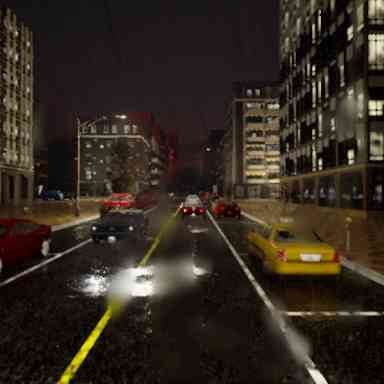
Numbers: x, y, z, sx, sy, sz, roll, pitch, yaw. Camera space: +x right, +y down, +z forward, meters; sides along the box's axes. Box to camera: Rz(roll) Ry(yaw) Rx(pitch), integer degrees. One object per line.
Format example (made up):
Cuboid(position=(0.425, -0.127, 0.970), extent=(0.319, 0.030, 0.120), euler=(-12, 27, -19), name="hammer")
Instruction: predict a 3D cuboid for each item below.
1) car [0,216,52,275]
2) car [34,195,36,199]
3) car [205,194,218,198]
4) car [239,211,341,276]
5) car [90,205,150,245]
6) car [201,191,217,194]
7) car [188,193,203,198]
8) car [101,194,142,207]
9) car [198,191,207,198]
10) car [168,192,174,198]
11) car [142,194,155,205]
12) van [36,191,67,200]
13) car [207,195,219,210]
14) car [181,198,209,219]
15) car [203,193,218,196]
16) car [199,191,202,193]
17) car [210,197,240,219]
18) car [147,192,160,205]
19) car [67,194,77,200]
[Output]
Cuboid(position=(-5.669, 1.462, 9.694), extent=(1.887, 1.381, 4.507), euler=(1, 0, 0), name="car")
Cuboid(position=(-31.843, 0.980, 70.473), extent=(4.206, 1.307, 1.802), euler=(0, -1, 0), name="car")
Cuboid(position=(2.731, 1.255, 36.935), extent=(1.947, 1.339, 4.313), euler=(1, 0, 0), name="car")
Cuboid(position=(2.712, 1.441, 9.907), extent=(1.752, 1.417, 4.829), euler=(1, 0, 0), name="car")
Cuboid(position=(-3.088, 1.472, 15.083), extent=(1.895, 1.301, 4.718), euler=(0, 0, 0), name="car")
Cuboid(position=(2.816, 0.914, 47.808), extent=(2.192, 1.841, 5.009), euler=(1, 0, 0), name="car")
Cuboid(position=(0.131, 1.162, 43.204), extent=(1.812, 1.442, 4.674), euler=(0, 1, 0), name="car")
Cuboid(position=(-5.653, 1.095, 26.029), extent=(2.192, 1.841, 5.009), euler=(1, 0, 0), name="car")
Cuboid(position=(2.896, 0.553, 91.581), extent=(2.192, 1.841, 5.009), euler=(1, 0, 0), name="car")
Cuboid(position=(-5.732, 0.789, 91.524), extent=(2.008, 1.369, 4.403), euler=(1, 0, 0), name="car")
Cuboid(position=(-5.650, 1.234, 36.922), extent=(1.887, 1.381, 4.507), euler=(1, 0, 0), name="car")
Cuboid(position=(-26.198, 0.670, 62.103), extent=(3.998, 1.788, 1.690), euler=(0, -1, 0), name="van")
Cuboid(position=(2.728, 1.258, 31.665), extent=(1.752, 1.417, 4.829), euler=(1, 0, 0), name="car")
Cuboid(position=(0.120, 1.374, 26.738), extent=(1.895, 1.301, 4.718), euler=(0, 0, 0), name="car")
Cuboid(position=(2.735, 1.210, 42.374), extent=(1.947, 1.339, 4.313), euler=(1, 0, 0), name="car")
Cuboid(position=(2.901, 0.599, 85.880), extent=(2.192, 1.841, 5.009), euler=(1, 0, 0), name="car")
Cuboid(position=(2.723, 1.325, 26.056), extent=(1.887, 1.381, 4.507), euler=(1, 0, 0), name="car")
Cuboid(position=(-5.710, 0.914, 47.808), extent=(2.192, 1.841, 5.009), euler=(1, 0, 0), name="car")
Cuboid(position=(-26.211, 0.980, 70.481), extent=(4.313, 1.339, 1.947), euler=(0, -1, 0), name="car")
